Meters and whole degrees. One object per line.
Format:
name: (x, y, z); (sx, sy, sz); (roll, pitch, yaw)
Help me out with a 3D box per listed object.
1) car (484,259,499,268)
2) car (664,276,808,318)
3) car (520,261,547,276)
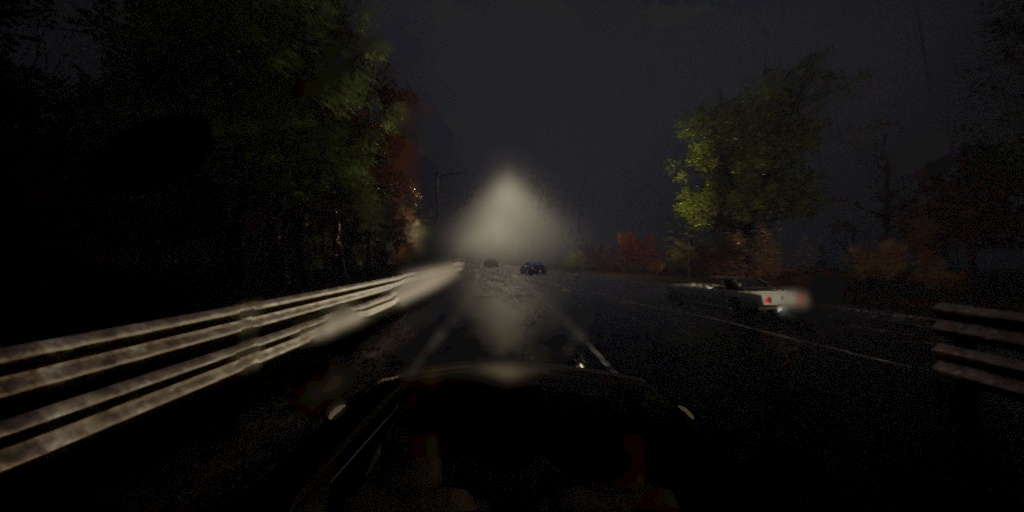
car: (-3.543, 1.157, 60.076); (1.882, 1.535, 5.008); (0, 0, -14)
car: (7.796, 1.385, 13.208); (1.895, 1.301, 4.718); (0, 0, -14)
car: (2.177, 1.253, 36.430); (1.812, 1.442, 4.674); (0, 0, -14)
